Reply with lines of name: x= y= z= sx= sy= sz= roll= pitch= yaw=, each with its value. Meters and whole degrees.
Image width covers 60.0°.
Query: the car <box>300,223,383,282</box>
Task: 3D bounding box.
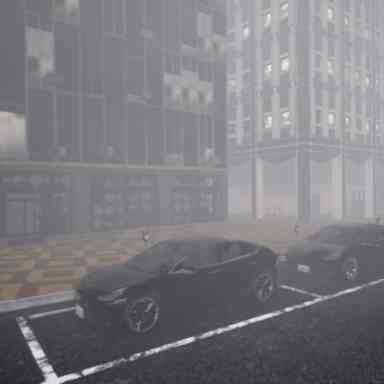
car: x=4.662 y=1.609 z=9.859 sx=4.313 sy=1.339 sz=1.947 roll=0 pitch=-1 yaw=-35

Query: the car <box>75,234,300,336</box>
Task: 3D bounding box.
car: x=-0.057 y=1.584 z=6.703 sx=4.313 sy=1.339 sz=1.947 roll=0 pitch=-1 yaw=-35
